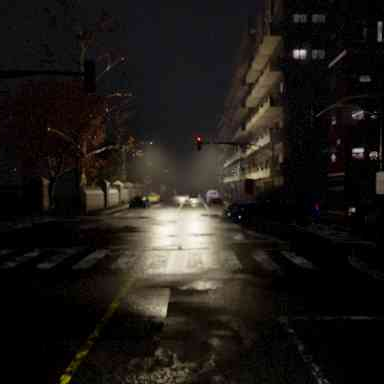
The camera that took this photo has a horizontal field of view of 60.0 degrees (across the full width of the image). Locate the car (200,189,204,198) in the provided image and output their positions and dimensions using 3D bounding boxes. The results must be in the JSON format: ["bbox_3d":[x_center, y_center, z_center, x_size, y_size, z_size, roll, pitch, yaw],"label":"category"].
[{"bbox_3d":[2.935,0.639,58.205,1.967,1.590,4.097,0,1,0],"label":"car"}]

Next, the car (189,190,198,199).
[{"bbox_3d":[0.268,0.666,64.412,2.033,1.411,5.357,0,1,0],"label":"car"}]

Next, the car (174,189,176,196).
[{"bbox_3d":[-5.375,0.422,75.129,1.967,1.590,4.097,0,1,0],"label":"car"}]

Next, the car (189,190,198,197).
[{"bbox_3d":[0.313,0.364,74.828,1.837,1.490,4.892,0,1,0],"label":"car"}]

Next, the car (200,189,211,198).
[{"bbox_3d":[3.006,0.299,75.092,2.192,1.841,5.009,0,1,0],"label":"car"}]

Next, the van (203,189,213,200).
[{"bbox_3d":[2.889,0.687,46.945,1.690,1.788,3.998,0,1,0],"label":"van"}]

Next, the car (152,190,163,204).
[{"bbox_3d":[-5.493,0.873,46.813,1.752,1.417,4.829,0,1,0],"label":"car"}]

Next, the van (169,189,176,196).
[{"bbox_3d":[-5.305,0.116,92.016,1.690,1.788,3.998,0,1,0],"label":"van"}]

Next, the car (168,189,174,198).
[{"bbox_3d":[-5.399,0.494,69.500,1.967,1.590,4.097,0,1,0],"label":"car"}]

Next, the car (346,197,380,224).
[{"bbox_3d":[13.563,1.267,23.323,5.009,1.841,2.192,1,0,0],"label":"car"}]

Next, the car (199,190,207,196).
[{"bbox_3d":[3.075,0.217,91.982,1.967,1.590,4.097,0,1,0],"label":"car"}]

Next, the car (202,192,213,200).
[{"bbox_3d":[2.958,0.677,63.836,2.008,1.369,4.403,0,1,0],"label":"car"}]

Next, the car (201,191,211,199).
[{"bbox_3d":[2.981,0.600,69.466,1.887,1.381,4.507,0,1,0],"label":"car"}]

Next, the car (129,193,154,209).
[{"bbox_3d":[-5.539,1.062,35.723,1.947,1.339,4.313,0,1,0],"label":"car"}]

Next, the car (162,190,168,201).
[{"bbox_3d":[-5.469,0.586,52.609,2.192,1.841,5.009,0,1,0],"label":"car"}]

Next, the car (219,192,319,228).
[{"bbox_3d":[4.733,0.980,19.547,5.566,2.045,2.150,2,0,-17],"label":"car"}]

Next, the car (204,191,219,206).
[{"bbox_3d":[2.864,0.966,41.317,1.887,1.381,4.507,0,1,0],"label":"car"}]

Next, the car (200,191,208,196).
[{"bbox_3d":[3.051,0.389,86.355,1.887,1.381,4.507,0,1,0],"label":"car"}]
